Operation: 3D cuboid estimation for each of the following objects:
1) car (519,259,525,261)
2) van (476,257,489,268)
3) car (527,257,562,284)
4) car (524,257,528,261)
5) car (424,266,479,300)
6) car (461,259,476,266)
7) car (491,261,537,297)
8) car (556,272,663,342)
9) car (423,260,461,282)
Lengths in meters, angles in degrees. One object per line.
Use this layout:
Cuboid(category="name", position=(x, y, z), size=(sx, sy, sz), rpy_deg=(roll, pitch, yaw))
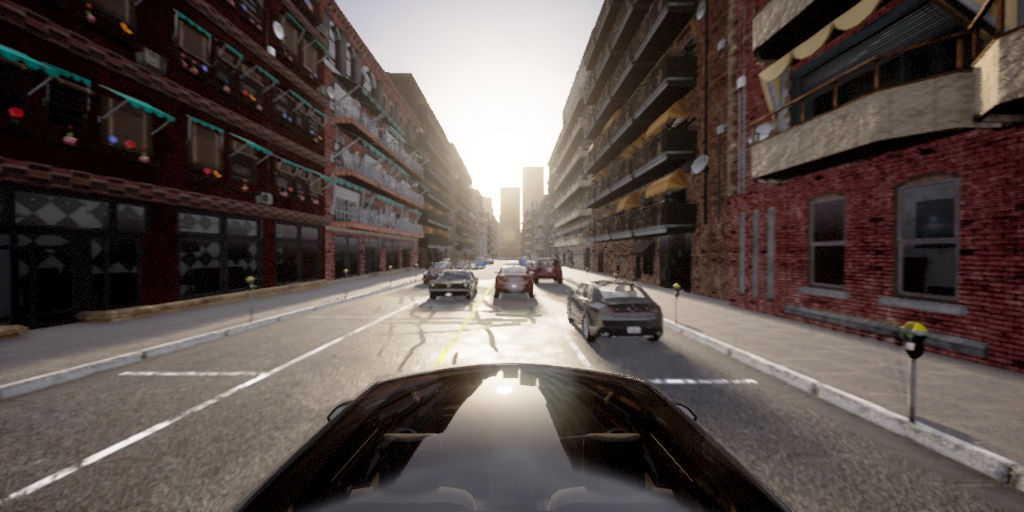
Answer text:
Cuboid(category="car", position=(0.087, 1.262, 35.769), size=(1.812, 1.442, 4.674), rpy_deg=(0, 0, 0))
Cuboid(category="van", position=(-5.338, 1.073, 60.731), size=(1.690, 1.789, 3.998), rpy_deg=(0, 0, 0))
Cuboid(category="car", position=(2.544, 1.053, 26.593), size=(2.192, 1.841, 5.009), rpy_deg=(0, 0, 0))
Cuboid(category="car", position=(2.555, 1.176, 37.922), size=(1.967, 1.591, 4.097), rpy_deg=(0, 0, 0))
Cuboid(category="car", position=(-2.756, 1.364, 17.815), size=(1.895, 1.301, 4.718), rpy_deg=(0, 0, 0))
Cuboid(category="car", position=(-5.330, 1.176, 38.127), size=(1.967, 1.591, 4.097), rpy_deg=(0, 0, 0))
Cuboid(category="car", position=(0.093, 1.219, 18.780), size=(1.882, 1.535, 5.008), rpy_deg=(0, 0, 0))
Cuboid(category="car", position=(2.528, 1.297, 9.600), size=(2.007, 1.370, 4.403), rpy_deg=(0, 0, 0))
Cuboid(category="car", position=(-5.326, 1.178, 26.824), size=(1.967, 1.591, 4.097), rpy_deg=(0, 0, 0))
